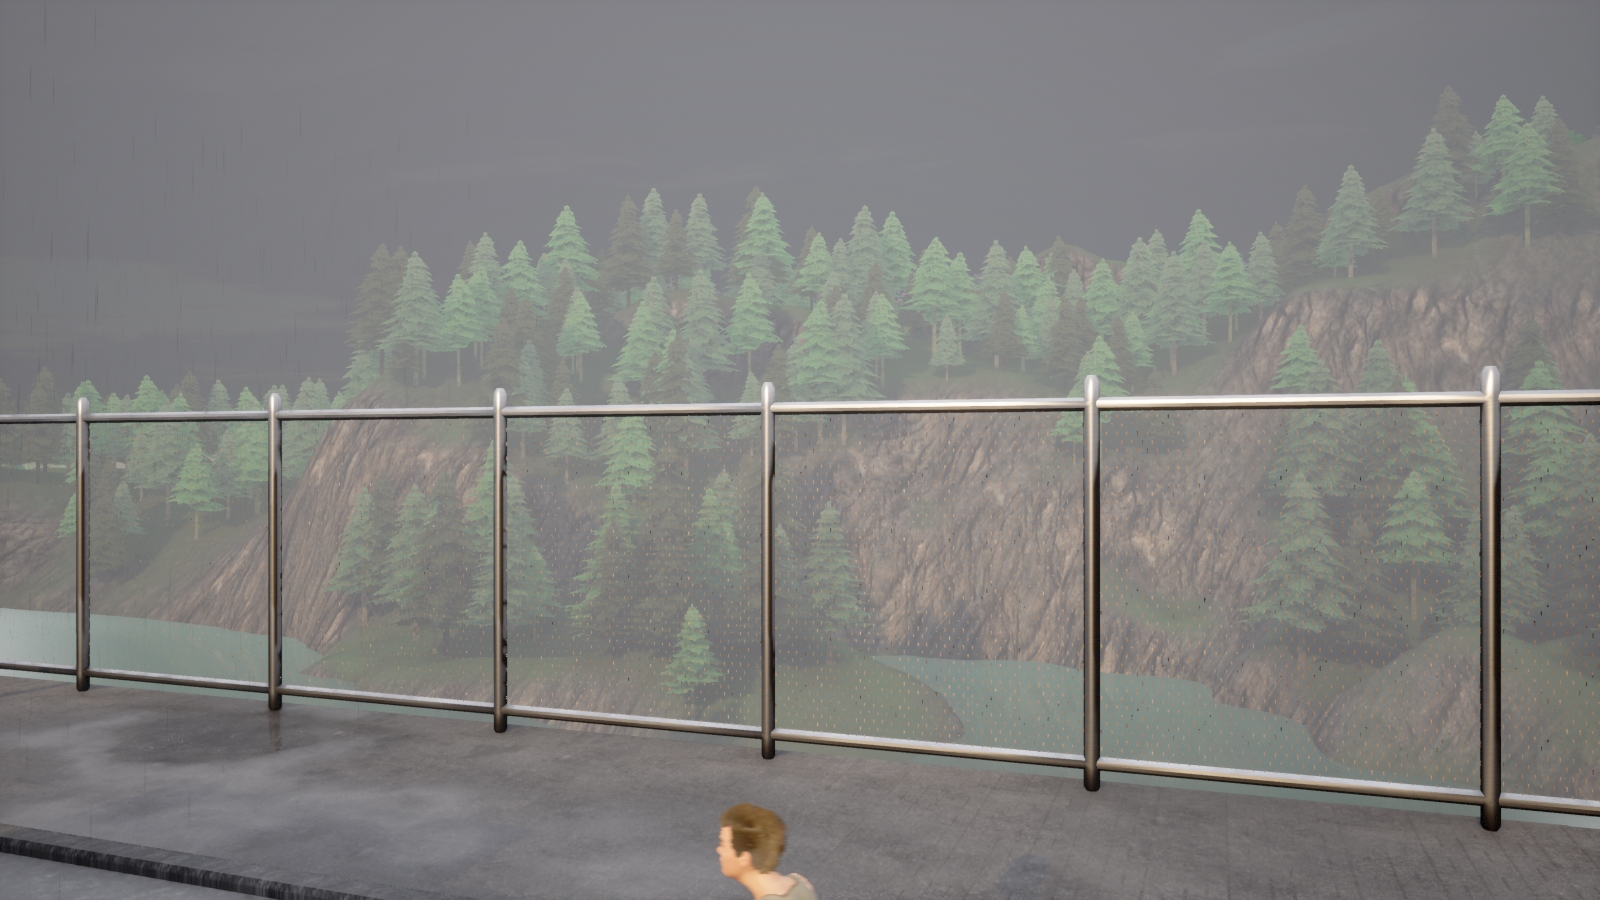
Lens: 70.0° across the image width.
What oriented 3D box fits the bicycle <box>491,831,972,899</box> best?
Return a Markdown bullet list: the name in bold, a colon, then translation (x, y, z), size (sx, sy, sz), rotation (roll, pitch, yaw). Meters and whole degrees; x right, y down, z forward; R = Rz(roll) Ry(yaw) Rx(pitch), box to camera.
- **bicycle**: translation (-0.237, 2.159, 3.902), size (1.487, 1.276, 0.859), rotation (0, 0, 20)
